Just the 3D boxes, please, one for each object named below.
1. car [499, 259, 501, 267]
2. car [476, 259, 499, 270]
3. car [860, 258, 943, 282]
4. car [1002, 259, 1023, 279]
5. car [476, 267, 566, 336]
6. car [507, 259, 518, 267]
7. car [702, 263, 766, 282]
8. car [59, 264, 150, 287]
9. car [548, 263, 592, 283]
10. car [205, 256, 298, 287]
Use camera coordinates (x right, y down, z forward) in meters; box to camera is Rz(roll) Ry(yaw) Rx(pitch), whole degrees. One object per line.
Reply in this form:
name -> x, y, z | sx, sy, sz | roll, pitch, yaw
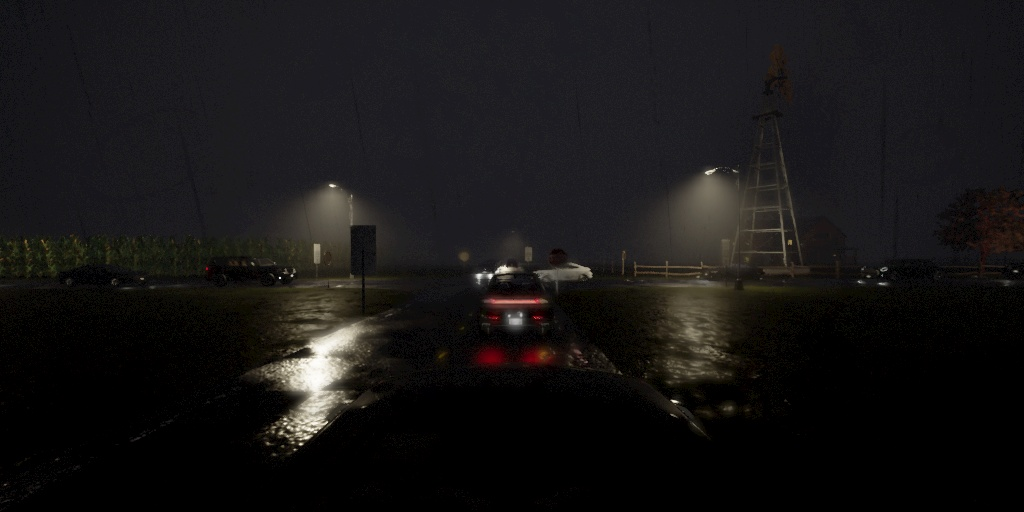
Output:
car -> -2.934, 1.217, 50.429 | 1.837, 1.490, 4.892 | 0, 0, 0
car -> -2.927, 1.287, 41.529 | 1.994, 1.385, 4.181 | 0, 0, 1
car -> 29.285, 0.964, 27.111 | 4.553, 1.767, 2.097 | 0, 1, 2
car -> 40.410, 0.794, 26.647 | 5.566, 2.045, 2.150 | 0, 1, 3
car -> 0.094, 1.239, 10.367 | 2.128, 1.511, 4.902 | 0, 0, 0
car -> -0.010, 1.222, 61.831 | 1.812, 1.442, 4.674 | 0, 0, 0
car -> 16.930, 1.219, 27.492 | 4.181, 1.385, 1.994 | 0, 1, 2
car -> -28.406, 1.333, 25.091 | 5.008, 1.535, 1.882 | 0, 1, 0
car -> 3.561, 1.253, 26.089 | 4.674, 1.442, 1.812 | 0, 0, -22
car -> -18.155, 1.039, 25.087 | 5.566, 2.045, 2.150 | 0, 1, 0
